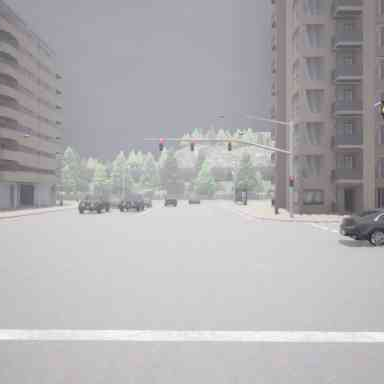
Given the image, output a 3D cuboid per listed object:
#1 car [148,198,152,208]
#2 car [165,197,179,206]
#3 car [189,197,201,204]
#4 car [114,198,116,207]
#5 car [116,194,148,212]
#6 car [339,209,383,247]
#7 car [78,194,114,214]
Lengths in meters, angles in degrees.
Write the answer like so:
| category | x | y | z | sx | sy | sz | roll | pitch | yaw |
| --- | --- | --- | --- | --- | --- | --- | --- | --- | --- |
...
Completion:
| category | x | y | z | sx | sy | sz | roll | pitch | yaw |
| --- | --- | --- | --- | --- | --- | --- | --- | --- | --- |
| car | -6.974 | 1.526 | 48.947 | 1.812 | 1.442 | 4.674 | 0 | 0 | 0 |
| car | -3.290 | 1.504 | 53.283 | 1.837 | 1.490 | 4.892 | 0 | 0 | 0 |
| car | 0.476 | 1.564 | 61.497 | 1.994 | 1.385 | 4.181 | 0 | 0 | 5 |
| car | -10.489 | 1.526 | 45.817 | 1.812 | 1.442 | 4.674 | 0 | 0 | 0 |
| car | -7.009 | 1.221 | 39.418 | 2.150 | 2.045 | 5.566 | 0 | 0 | 0 |
| car | 9.004 | 1.505 | 14.446 | 4.892 | 1.490 | 1.837 | 0 | 0 | 1 |
| car | -10.517 | 1.221 | 36.213 | 2.150 | 2.045 | 5.566 | 0 | 0 | 0 |
